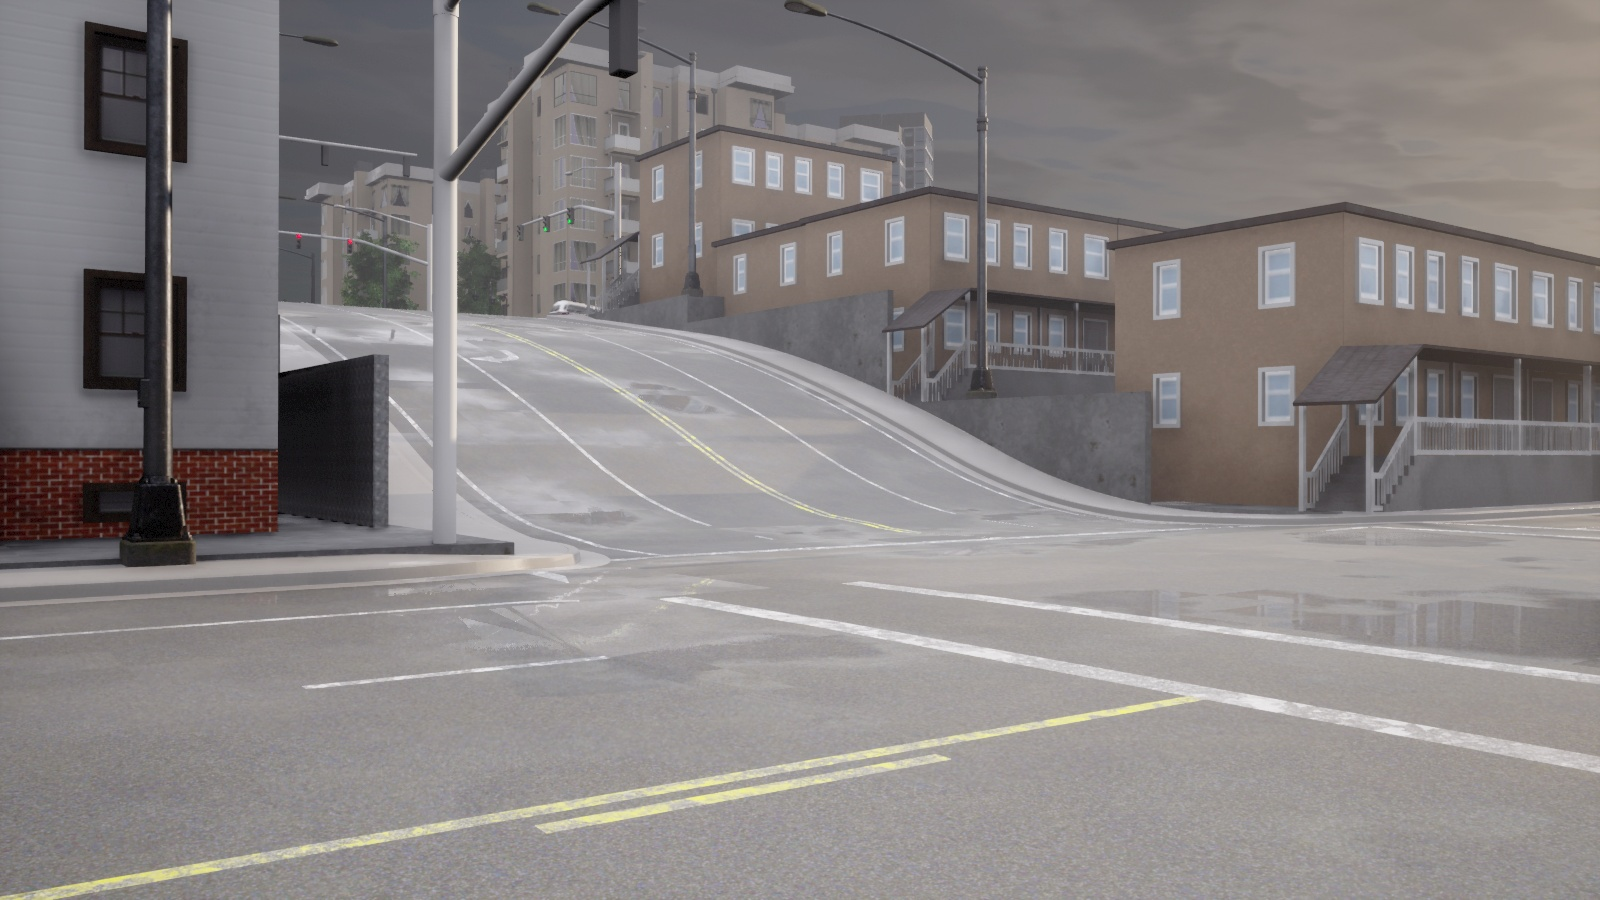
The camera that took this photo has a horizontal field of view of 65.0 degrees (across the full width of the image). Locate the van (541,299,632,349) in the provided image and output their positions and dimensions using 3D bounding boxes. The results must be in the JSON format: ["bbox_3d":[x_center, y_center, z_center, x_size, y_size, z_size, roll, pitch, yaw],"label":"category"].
[{"bbox_3d":[-12.101,-7.129,71.365,4.480,2.038,2.069,6,-4,-35],"label":"van"}]
